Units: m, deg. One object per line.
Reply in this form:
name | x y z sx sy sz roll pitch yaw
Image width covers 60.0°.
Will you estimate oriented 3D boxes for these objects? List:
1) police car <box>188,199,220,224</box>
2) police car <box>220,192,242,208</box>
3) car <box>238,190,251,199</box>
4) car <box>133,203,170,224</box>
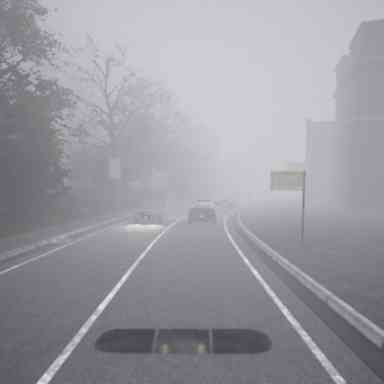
police car | 0.880 1.354 24.350 1.930 1.638 5.238 0 0 6
police car | 4.598 1.143 42.279 2.038 1.542 4.974 2 2 17
car | 9.653 0.341 62.857 1.882 1.535 5.008 3 4 30
car | -2.848 1.465 23.912 1.994 1.385 4.181 1 1 6
